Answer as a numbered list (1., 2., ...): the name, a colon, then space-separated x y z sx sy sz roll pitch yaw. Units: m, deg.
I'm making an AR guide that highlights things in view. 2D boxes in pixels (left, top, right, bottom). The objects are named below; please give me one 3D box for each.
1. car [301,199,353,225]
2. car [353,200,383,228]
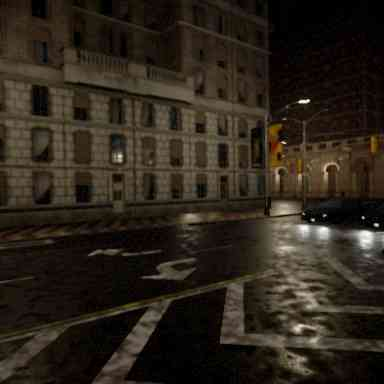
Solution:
1. car: 9.022 1.154 20.506 5.357 1.411 2.033 -1 1 -36
2. car: 11.086 1.154 17.677 5.357 1.411 2.033 -1 1 -36
